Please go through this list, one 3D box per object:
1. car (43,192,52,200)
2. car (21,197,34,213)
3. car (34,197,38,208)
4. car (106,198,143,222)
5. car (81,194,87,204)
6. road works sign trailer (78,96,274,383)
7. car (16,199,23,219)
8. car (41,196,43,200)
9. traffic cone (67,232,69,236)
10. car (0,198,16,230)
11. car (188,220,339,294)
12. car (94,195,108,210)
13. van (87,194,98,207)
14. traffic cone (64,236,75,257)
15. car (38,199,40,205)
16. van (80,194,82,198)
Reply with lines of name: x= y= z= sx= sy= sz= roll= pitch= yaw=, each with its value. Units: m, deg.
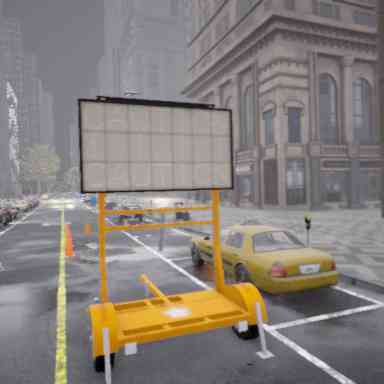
car: x=-38.305 y=1.266 z=86.732 sx=1.752 sy=1.417 sz=4.829 roll=-2 pitch=1 yaw=-21
car: x=-18.521 y=1.471 z=35.769 sx=1.752 sy=1.417 sz=4.829 roll=-2 pitch=1 yaw=-21
car: x=-20.583 y=1.467 z=41.078 sx=1.887 sy=1.381 sz=4.507 roll=-2 pitch=1 yaw=-21
car: x=-4.612 y=1.322 z=23.553 sx=2.008 sy=1.369 sz=4.403 roll=-2 pitch=1 yaw=-21
car: x=-16.608 y=1.179 z=54.456 sx=1.887 sy=1.381 sz=4.507 roll=-2 pitch=1 yaw=-21
road works sign trailer: x=-0.512 y=0.391 z=5.254 sx=2.380 sy=3.560 sz=2.880 roll=-2 pitch=1 yaw=-21
car: x=-14.579 y=1.535 z=25.627 sx=1.887 sy=1.381 sz=4.507 roll=-2 pitch=1 yaw=-21
car: x=-24.586 y=1.422 z=51.378 sx=1.887 sy=1.381 sz=4.507 roll=-2 pitch=1 yaw=-21
traffic cone: x=-4.921 y=1.881 z=13.204 sx=0.340 sy=0.580 sz=0.340 roll=-2 pitch=1 yaw=-21
car: x=-12.582 y=1.328 z=20.474 sx=2.192 sy=1.841 sz=5.009 roll=-1 pitch=1 yaw=-21
car: x=1.324 y=1.364 z=8.260 sx=1.752 sy=1.417 sz=4.829 roll=-2 pitch=1 yaw=-21
car: x=-8.610 y=1.307 z=33.854 sx=1.802 sy=1.307 sz=4.206 roll=-2 pitch=1 yaw=-21
van: x=-12.614 y=1.021 z=44.153 sx=1.690 sy=1.788 sz=3.998 roll=-2 pitch=1 yaw=-21
traffic cone: x=-4.197 y=1.889 z=11.339 sx=0.340 sy=0.580 sz=0.340 roll=-2 pitch=1 yaw=-21
car: x=-22.585 y=1.444 z=46.228 sx=1.887 sy=1.381 sz=4.507 roll=-2 pitch=1 yaw=-21
van: x=-18.611 y=0.954 z=59.604 sx=1.690 sy=1.788 sz=3.998 roll=-2 pitch=1 yaw=-21
